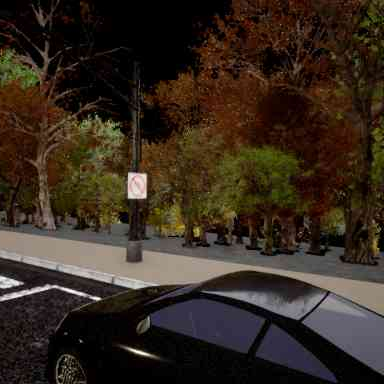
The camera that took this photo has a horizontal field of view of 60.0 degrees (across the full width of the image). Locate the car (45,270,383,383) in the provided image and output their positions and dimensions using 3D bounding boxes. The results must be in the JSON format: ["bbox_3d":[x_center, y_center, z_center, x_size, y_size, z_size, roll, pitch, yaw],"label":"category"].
[{"bbox_3d":[0.368,1.564,3.425,4.181,1.385,1.994,0,0,36],"label":"car"}]
